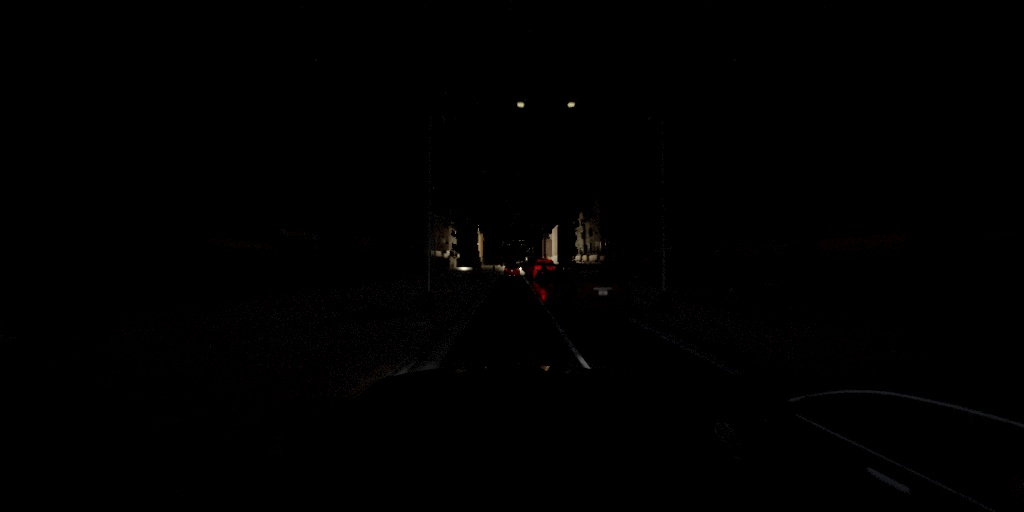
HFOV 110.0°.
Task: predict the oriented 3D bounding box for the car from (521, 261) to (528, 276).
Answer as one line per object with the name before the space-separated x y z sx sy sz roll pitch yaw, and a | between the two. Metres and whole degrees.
car | 2.642 1.552 46.062 2.192 1.841 5.009 0 0 0

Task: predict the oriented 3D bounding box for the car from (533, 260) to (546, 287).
car | 2.990 1.392 27.941 2.097 1.767 4.553 0 -1 0

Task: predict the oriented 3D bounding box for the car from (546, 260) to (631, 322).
car | 2.639 1.188 12.818 2.192 1.841 5.009 0 0 0

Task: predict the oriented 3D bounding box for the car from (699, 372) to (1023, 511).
car | 2.638 1.301 1.736 2.007 1.370 4.403 0 0 0

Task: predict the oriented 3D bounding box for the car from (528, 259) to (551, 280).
car | 2.984 1.345 35.003 2.150 2.045 5.566 0 -1 0

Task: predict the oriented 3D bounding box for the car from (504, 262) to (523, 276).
car | 0.020 1.807 45.291 1.994 1.385 4.181 0 -1 0
